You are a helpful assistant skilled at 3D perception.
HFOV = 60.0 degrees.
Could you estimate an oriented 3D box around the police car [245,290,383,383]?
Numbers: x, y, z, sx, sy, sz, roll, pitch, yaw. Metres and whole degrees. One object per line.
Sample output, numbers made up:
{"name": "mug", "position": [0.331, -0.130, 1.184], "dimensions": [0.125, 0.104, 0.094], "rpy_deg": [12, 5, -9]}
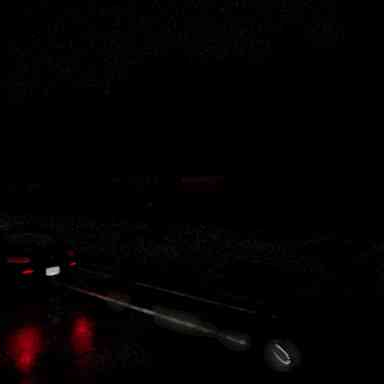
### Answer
{"name": "police car", "position": [2.926, 1.463, 2.538], "dimensions": [5.238, 1.638, 1.930], "rpy_deg": [0, 0, 38]}

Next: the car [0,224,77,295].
{"name": "car", "position": [-4.830, 1.557, 8.676], "dimensions": [4.674, 1.442, 1.812], "rpy_deg": [0, -1, 38]}
